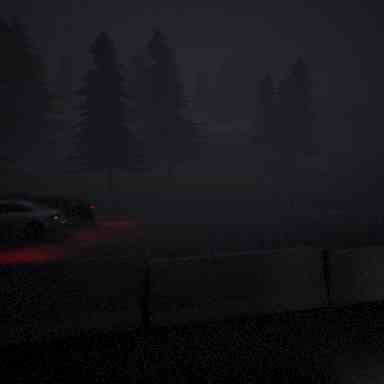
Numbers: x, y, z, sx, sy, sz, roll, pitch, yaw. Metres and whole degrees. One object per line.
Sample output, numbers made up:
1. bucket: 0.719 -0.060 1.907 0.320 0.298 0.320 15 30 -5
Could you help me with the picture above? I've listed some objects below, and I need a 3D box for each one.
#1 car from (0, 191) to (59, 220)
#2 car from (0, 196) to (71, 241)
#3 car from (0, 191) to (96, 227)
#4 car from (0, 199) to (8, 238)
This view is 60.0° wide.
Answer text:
1. car: -10.258 0.720 18.805 5.008 1.535 1.882 0 2 -18
2. car: -7.176 1.014 12.447 4.674 1.442 1.812 0 2 -18
3. car: -7.189 0.877 16.113 4.892 1.490 1.837 0 2 -18
4. car: -7.828 1.081 8.566 5.008 1.535 1.882 0 2 -18
